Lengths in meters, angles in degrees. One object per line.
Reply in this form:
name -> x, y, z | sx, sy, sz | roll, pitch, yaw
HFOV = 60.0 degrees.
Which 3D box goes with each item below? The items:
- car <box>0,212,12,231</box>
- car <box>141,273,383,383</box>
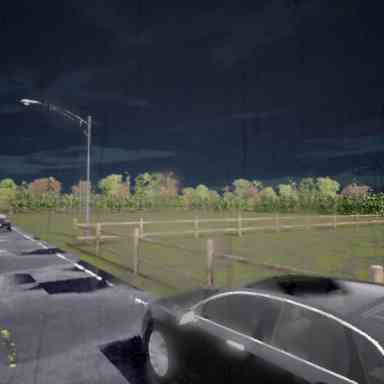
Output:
car -> -15.660, 2.344, 26.640 | 1.812, 1.442, 4.674 | 2, -2, -34
car -> 1.136, 1.656, 3.535 | 1.837, 1.490, 4.892 | 2, -3, -34
